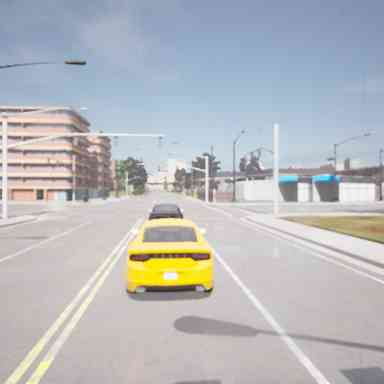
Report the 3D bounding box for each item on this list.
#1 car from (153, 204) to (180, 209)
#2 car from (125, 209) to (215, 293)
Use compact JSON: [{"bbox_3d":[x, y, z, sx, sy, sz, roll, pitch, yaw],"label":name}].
[{"bbox_3d":[-1.464,1.398,18.924,1.882,1.535,5.008,0,0,-5],"label":"car"},{"bbox_3d":[-0.601,1.440,8.813,1.882,1.535,5.008,0,0,-5],"label":"car"}]
